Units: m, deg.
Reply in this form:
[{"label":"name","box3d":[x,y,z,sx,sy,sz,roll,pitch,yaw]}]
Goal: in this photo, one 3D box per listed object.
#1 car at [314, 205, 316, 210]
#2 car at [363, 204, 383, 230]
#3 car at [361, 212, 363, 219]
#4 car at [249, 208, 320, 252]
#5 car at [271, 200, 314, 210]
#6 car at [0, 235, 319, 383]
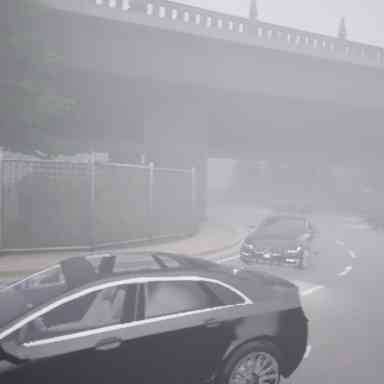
[{"label":"car","box3d":[12.382,1.667,38.968,1.837,1.490,4.892,1,0,-17]},{"label":"car","box3d":[12.360,1.696,19.629,1.812,1.442,4.674,1,0,1]},{"label":"car","box3d":[15.347,1.716,26.110,1.837,1.490,4.892,1,0,-5]},{"label":"car","box3d":[3.223,1.543,11.390,1.837,1.490,4.892,3,1,28]},{"label":"car","box3d":[10.163,1.732,34.707,1.895,1.301,4.718,1,0,-16]},{"label":"car","box3d":[-1.015,1.470,3.536,4.902,1.511,2.128,1,0,-25]}]
